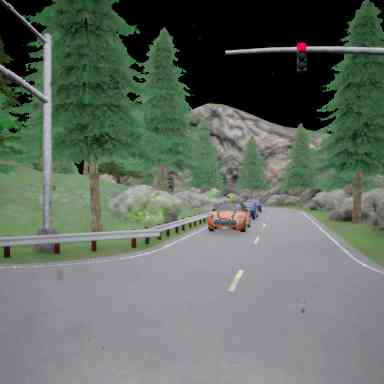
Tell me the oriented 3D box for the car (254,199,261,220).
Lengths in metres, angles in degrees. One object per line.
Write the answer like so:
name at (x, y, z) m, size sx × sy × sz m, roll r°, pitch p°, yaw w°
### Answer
car at (4.734, 1.522, 29.116) m, size 1.882 × 1.535 × 5.008 m, roll 0°, pitch 0°, yaw 15°

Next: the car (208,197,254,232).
car at (2.368, 1.383, 20.291) m, size 2.097 × 1.767 × 4.553 m, roll 0°, pitch 0°, yaw 15°
